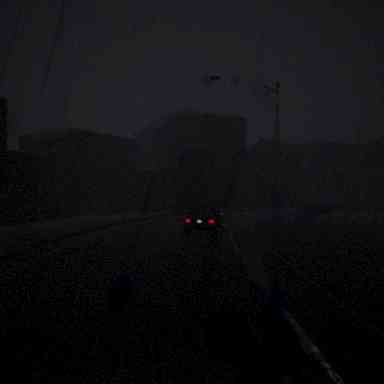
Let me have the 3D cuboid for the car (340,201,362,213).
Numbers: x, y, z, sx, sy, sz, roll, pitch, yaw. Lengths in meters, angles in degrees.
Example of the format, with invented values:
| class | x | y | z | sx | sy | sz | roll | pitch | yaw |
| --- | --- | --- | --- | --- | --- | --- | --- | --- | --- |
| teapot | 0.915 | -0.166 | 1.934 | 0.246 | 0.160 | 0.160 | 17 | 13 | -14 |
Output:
| class | x | y | z | sx | sy | sz | roll | pitch | yaw |
| --- | --- | --- | --- | --- | --- | --- | --- | --- | --- |
| car | 17.665 | 1.738 | 40.266 | 5.357 | 1.411 | 2.033 | 1 | 0 | -7 |

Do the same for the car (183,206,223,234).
| class | x | y | z | sx | sy | sz | roll | pitch | yaw |
| --- | --- | --- | --- | --- | --- | --- | --- | --- | --- |
| car | 0.743 | 1.533 | 19.278 | 2.033 | 1.411 | 5.357 | 0 | 0 | 8 |

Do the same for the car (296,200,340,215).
| class | x | y | z | sx | sy | sz | roll | pitch | yaw |
| --- | --- | --- | --- | --- | --- | --- | --- | --- | --- |
| car | 12.982 | 1.697 | 34.962 | 4.181 | 1.385 | 1.994 | 1 | 0 | -27 |
